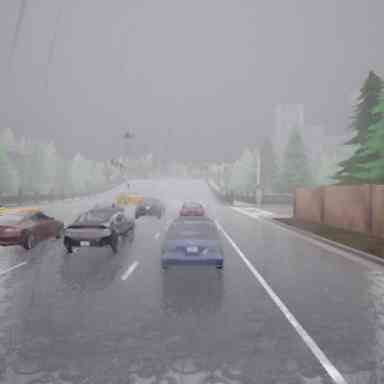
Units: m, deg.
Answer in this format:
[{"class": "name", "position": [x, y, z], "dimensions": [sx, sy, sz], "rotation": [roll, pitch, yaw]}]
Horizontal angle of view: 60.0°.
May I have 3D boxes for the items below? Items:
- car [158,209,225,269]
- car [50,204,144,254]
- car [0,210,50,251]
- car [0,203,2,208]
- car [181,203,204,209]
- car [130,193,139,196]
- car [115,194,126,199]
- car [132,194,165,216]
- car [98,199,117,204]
[{"class": "car", "position": [0.026, 1.521, 11.052], "dimensions": [2.033, 1.411, 5.357], "rotation": [0, 0, 0]}, {"class": "car", "position": [-3.454, 1.460, 13.229], "dimensions": [2.128, 1.511, 4.902], "rotation": [0, 0, 1]}, {"class": "car", "position": [-6.948, 1.492, 13.898], "dimensions": [1.812, 1.442, 4.674], "rotation": [0, 0, 1]}, {"class": "car", "position": [-14.026, 1.174, 20.466], "dimensions": [2.150, 2.045, 5.566], "rotation": [0, 0, 1]}, {"class": "car", "position": [0.048, 1.535, 27.620], "dimensions": [1.895, 1.301, 4.718], "rotation": [0, 0, 1]}, {"class": "car", "position": [-14.055, 1.005, 81.929], "dimensions": [2.097, 1.767, 4.553], "rotation": [0, 1, 0]}, {"class": "car", "position": [-17.555, 1.175, 81.884], "dimensions": [2.128, 1.511, 4.902], "rotation": [0, 1, 0]}, {"class": "car", "position": [-3.446, 1.285, 28.140], "dimensions": [2.097, 1.767, 4.553], "rotation": [0, 0, 1]}, {"class": "car", "position": [-6.952, 1.535, 27.621], "dimensions": [1.895, 1.301, 4.718], "rotation": [0, 0, 1]}]
